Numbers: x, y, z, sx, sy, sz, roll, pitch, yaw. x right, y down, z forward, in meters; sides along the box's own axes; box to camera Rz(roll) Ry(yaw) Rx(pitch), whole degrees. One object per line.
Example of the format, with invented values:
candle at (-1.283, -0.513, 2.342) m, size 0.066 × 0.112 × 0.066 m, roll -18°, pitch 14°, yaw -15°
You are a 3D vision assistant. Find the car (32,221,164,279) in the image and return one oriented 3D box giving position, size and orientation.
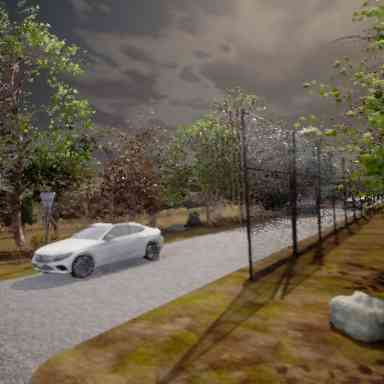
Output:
car at (-2.866, 1.735, 11.125) m, size 1.812 × 1.442 × 4.674 m, roll -3°, pitch -1°, yaw 36°
